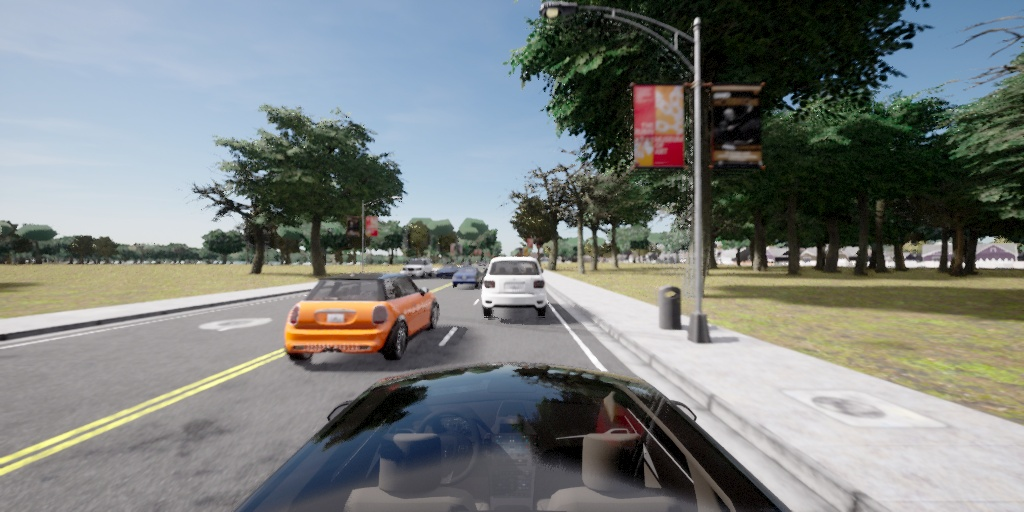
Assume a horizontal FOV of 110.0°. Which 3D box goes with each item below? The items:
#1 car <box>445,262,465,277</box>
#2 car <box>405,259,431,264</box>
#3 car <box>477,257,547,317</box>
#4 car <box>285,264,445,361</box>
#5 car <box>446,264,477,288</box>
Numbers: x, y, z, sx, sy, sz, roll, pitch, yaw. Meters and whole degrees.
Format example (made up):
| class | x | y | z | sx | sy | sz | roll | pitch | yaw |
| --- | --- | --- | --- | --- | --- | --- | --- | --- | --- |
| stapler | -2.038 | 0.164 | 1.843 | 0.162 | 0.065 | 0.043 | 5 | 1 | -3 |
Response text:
| class | x | y | z | sx | sy | sz | roll | pitch | yaw |
| --- | --- | --- | --- | --- | --- | --- | --- | --- | --- |
| car | -6.646 | 1.630 | 37.747 | 2.033 | 1.411 | 5.357 | 0 | -1 | 0 |
| car | -9.893 | 1.302 | 37.831 | 2.150 | 2.045 | 5.566 | 0 | 0 | 0 |
| car | 0.078 | 1.083 | 13.839 | 2.150 | 2.045 | 5.566 | 0 | -1 | 0 |
| car | -3.187 | 1.164 | 8.622 | 2.097 | 1.767 | 4.553 | 0 | -1 | 0 |
| car | -3.197 | 1.526 | 26.551 | 2.033 | 1.411 | 5.357 | 0 | 0 | 0 |
